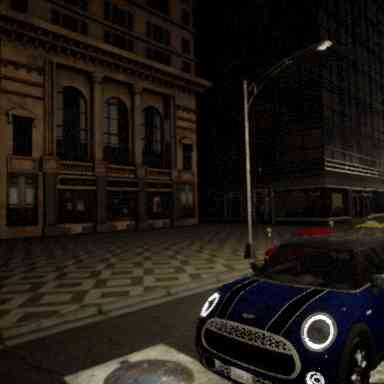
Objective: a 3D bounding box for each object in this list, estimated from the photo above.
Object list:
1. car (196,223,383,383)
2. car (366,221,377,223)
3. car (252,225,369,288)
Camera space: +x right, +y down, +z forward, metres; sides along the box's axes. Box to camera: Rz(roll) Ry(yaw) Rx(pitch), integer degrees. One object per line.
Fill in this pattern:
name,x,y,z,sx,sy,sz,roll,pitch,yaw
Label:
car,2.152,1.569,5.456,4.553,1.767,2.097,1,-4,-44
car,8.077,2.027,15.080,4.829,1.417,1.752,1,-3,-44
car,4.178,1.981,11.264,4.507,1.381,1.887,1,-3,-44
